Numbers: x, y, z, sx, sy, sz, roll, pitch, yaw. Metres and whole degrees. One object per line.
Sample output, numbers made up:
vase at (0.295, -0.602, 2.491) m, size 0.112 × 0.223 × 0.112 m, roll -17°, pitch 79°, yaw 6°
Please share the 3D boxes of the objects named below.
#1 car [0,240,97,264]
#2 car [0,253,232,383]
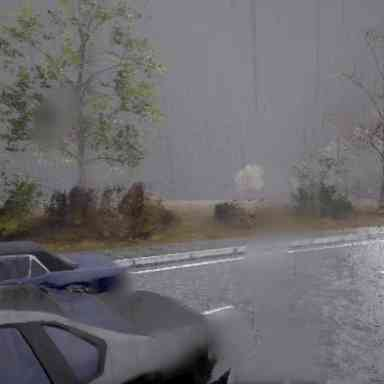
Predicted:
car at (-3.601, 1.579, 5.609) m, size 4.718 × 1.301 × 1.895 m, roll 0°, pitch 0°, yaw -34°
car at (-2.192, 1.536, 2.353) m, size 5.357 × 1.411 × 2.033 m, roll 0°, pitch 0°, yaw -35°
